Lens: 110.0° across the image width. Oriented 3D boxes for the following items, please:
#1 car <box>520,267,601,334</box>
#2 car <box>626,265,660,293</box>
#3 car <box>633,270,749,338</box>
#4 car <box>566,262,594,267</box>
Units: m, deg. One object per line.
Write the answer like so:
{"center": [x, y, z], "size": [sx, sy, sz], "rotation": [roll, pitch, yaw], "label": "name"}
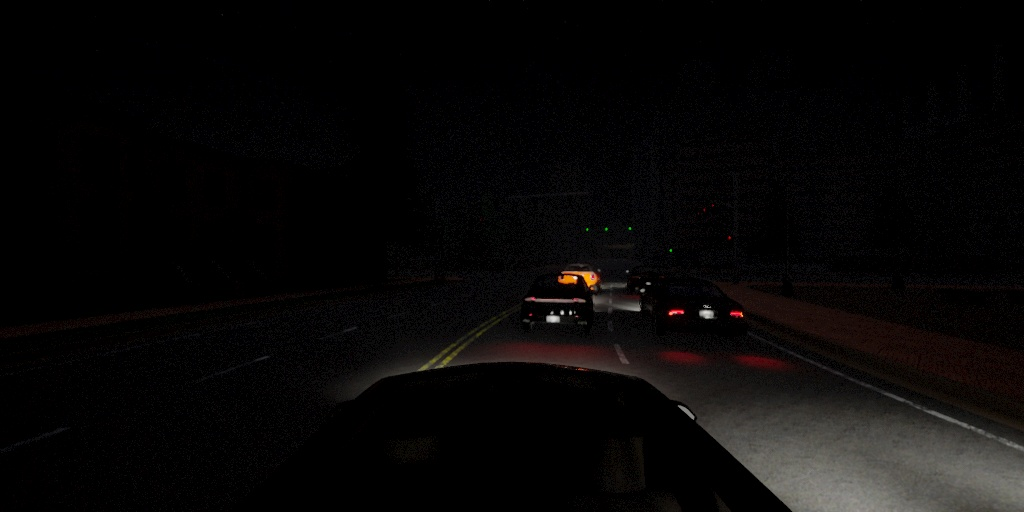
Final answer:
{"center": [1.500, 1.266, 10.790], "size": [2.128, 1.511, 4.902], "rotation": [0, 0, 13], "label": "car"}
{"center": [7.856, 1.280, 21.240], "size": [1.882, 1.535, 5.008], "rotation": [0, 0, 16], "label": "car"}
{"center": [4.880, 1.321, 10.335], "size": [2.033, 1.411, 5.357], "rotation": [0, 0, 14], "label": "car"}
{"center": [3.988, 1.151, 20.682], "size": [2.097, 1.767, 4.553], "rotation": [0, 0, 16], "label": "car"}
